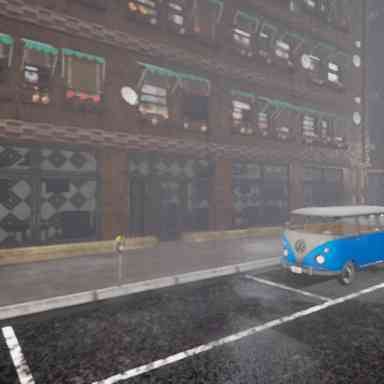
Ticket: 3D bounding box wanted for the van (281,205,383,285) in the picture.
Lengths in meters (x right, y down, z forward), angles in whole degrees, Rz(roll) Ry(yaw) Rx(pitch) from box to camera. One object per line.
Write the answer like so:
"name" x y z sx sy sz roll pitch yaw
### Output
"van" 4.162 1.285 9.009 3.998 1.788 1.690 0 1 -35
